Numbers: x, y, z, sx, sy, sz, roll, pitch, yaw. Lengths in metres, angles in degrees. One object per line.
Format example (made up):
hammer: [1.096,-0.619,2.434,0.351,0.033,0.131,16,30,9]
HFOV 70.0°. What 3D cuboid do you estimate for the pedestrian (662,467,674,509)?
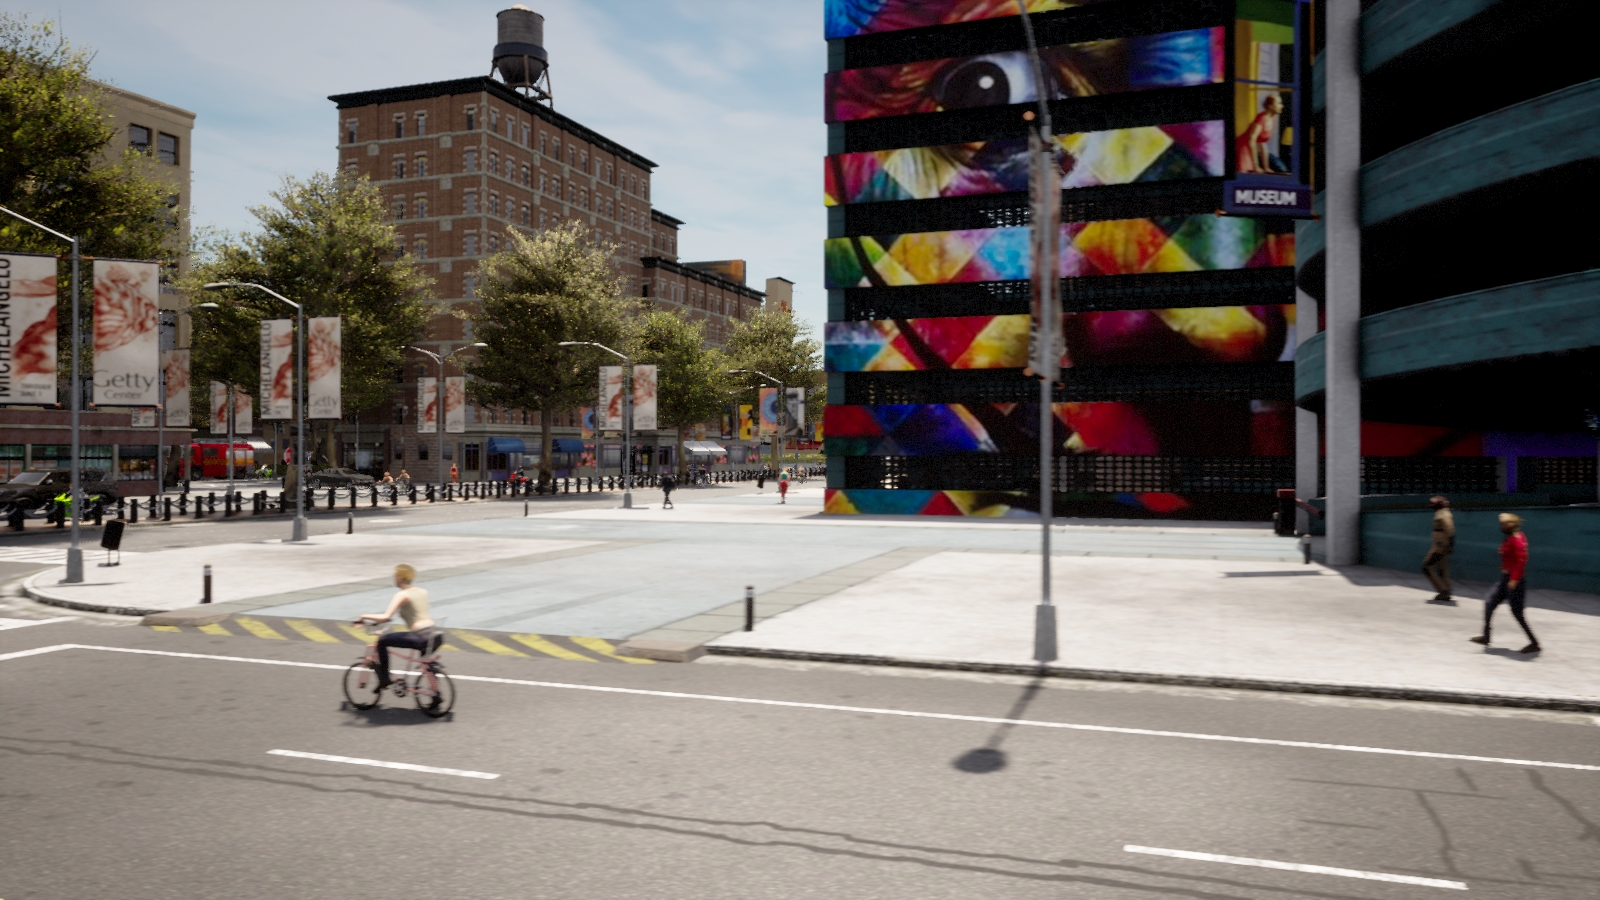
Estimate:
pedestrian: [-5.881,1.696,50.830,0.375,1.860,0.375,0,0,27]

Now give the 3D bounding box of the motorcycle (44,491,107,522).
motorcycle: [-28.624,2.213,45.160,0.803,1.145,2.033,0,0,20]

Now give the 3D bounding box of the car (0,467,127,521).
car: [-31.402,1.780,47.761,2.150,2.045,5.566,0,0,20]

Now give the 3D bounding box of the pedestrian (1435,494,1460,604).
pedestrian: [11.191,1.696,19.749,0.375,1.860,0.375,0,0,30]

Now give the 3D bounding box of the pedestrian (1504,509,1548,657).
pedestrian: [9.349,1.696,14.718,0.375,1.860,0.375,0,0,13]

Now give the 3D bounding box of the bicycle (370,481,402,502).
bicycle: [-22.520,2.256,62.139,0.859,1.080,1.487,0,0,20]

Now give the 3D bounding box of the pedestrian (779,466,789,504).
pedestrian: [-0.803,1.696,56.079,0.375,1.860,0.375,0,0,24]

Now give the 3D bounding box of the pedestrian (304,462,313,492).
pedestrian: [-30.914,1.696,71.854,0.375,1.860,0.375,0,0,19]

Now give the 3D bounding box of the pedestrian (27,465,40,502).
pedestrian: [-39.112,1.696,58.303,0.375,1.860,0.375,0,0,19]
